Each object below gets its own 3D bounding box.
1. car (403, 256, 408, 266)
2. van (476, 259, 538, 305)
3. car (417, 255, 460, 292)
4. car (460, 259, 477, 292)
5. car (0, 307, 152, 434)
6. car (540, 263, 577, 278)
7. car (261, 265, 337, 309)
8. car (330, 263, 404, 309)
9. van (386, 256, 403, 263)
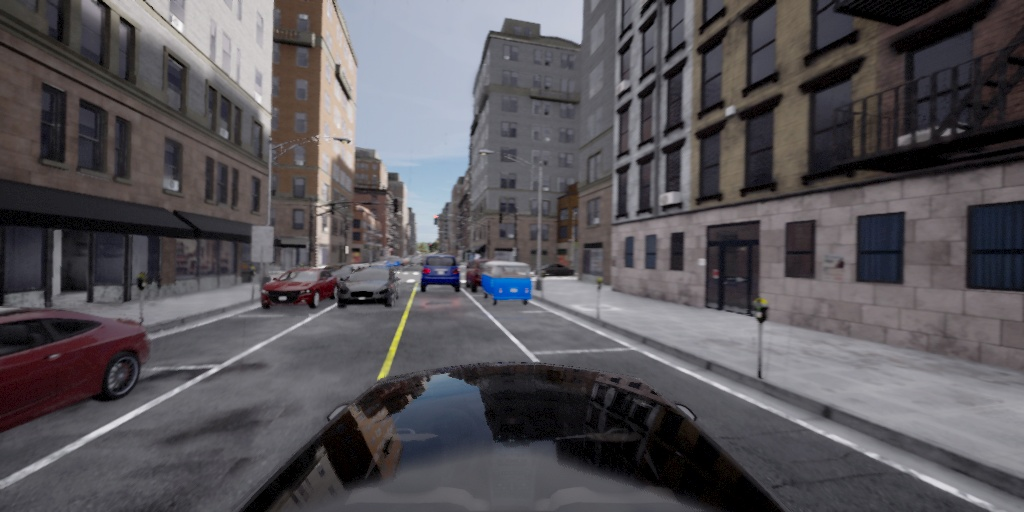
[{"bbox_3d":[-19.253,1.110,61.152,1.948,1.339,4.313,0,0,-13],"label":"car"},{"bbox_3d":[-0.366,1.135,15.990,1.690,1.789,3.998,0,0,-13],"label":"van"},{"bbox_3d":[-4.232,0.951,21.265,2.150,2.045,5.566,1,0,-12],"label":"car"},{"bbox_3d":[-1.629,1.101,21.355,2.192,1.841,5.009,0,0,-13],"label":"car"},{"bbox_3d":[-5.651,1.217,3.423,1.802,1.307,4.207,0,0,-13],"label":"car"},{"bbox_3d":[4.441,1.435,35.049,4.674,1.442,1.812,1,0,-13],"label":"car"},{"bbox_3d":[-8.176,1.165,14.153,1.888,1.381,4.507,0,0,-13],"label":"car"},{"bbox_3d":[-5.614,1.181,14.509,1.837,1.490,4.892,1,0,-13],"label":"car"},{"bbox_3d":[-16.779,0.902,50.626,1.690,1.789,3.998,0,0,-13],"label":"van"}]
